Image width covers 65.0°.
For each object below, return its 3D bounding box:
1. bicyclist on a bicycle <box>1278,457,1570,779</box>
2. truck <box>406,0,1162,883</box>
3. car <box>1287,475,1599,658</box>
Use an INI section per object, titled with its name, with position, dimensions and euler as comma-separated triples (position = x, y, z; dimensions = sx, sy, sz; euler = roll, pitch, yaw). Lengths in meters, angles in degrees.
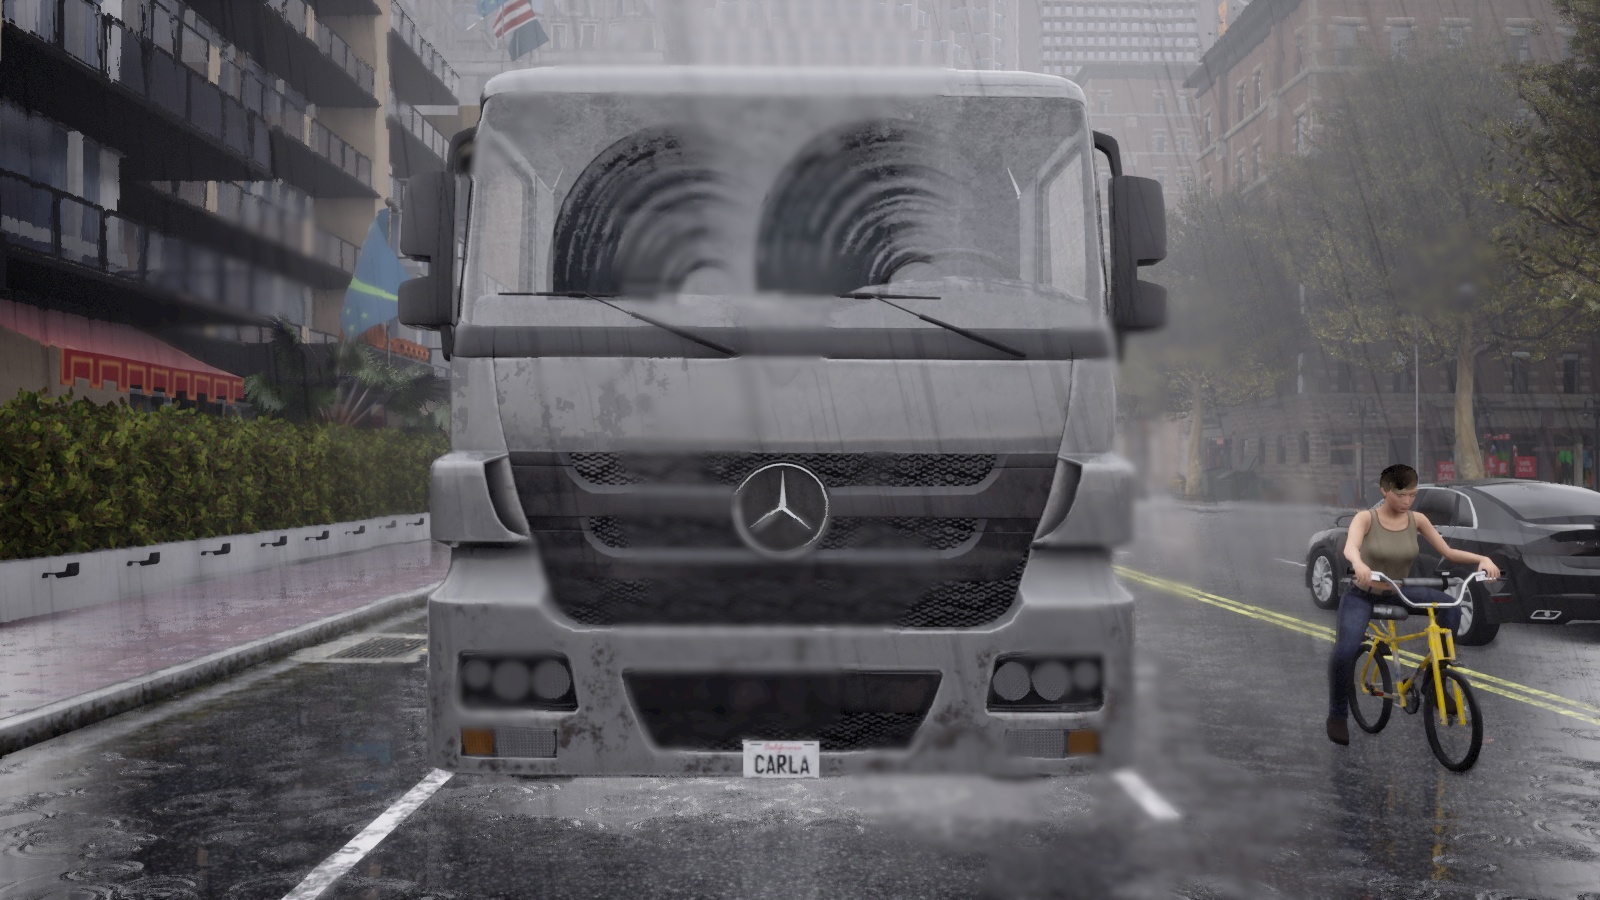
[bicyclist on a bicycle]
position = 3.422, 0.856, 7.063
dimensions = 0.866, 1.612, 1.509
euler = 0, -1, 0
[truck]
position = -0.100, -0.020, 8.798
dimensions = 2.891, 3.462, 7.936
euler = 0, -1, -1
[car]
position = 6.867, 1.007, 12.815
dimensions = 1.837, 1.490, 4.892
euler = 0, -1, -1
